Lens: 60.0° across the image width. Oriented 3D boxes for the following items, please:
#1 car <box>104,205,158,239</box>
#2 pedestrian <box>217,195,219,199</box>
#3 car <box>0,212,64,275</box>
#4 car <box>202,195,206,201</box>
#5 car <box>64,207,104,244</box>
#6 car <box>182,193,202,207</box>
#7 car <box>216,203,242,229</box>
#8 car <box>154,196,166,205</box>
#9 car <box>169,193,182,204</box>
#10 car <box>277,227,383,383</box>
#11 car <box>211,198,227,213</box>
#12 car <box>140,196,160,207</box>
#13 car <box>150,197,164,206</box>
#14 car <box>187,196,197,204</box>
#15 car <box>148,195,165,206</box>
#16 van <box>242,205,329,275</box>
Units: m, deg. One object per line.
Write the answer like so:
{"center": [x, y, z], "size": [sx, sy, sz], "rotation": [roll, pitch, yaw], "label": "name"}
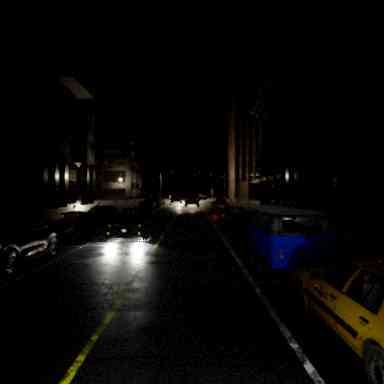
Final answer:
{"center": [-3.099, 1.560, 17.079], "size": [1.994, 1.385, 4.181], "rotation": [0, 0, 0], "label": "car"}
{"center": [3.001, 1.289, 38.988], "size": [0.375, 1.860, 0.375], "rotation": [0, 0, 0], "label": "pedestrian"}
{"center": [-5.759, 1.438, 10.152], "size": [1.967, 1.590, 4.097], "rotation": [0, 0, 0], "label": "car"}
{"center": [2.766, 1.442, 87.362], "size": [1.967, 1.590, 4.097], "rotation": [0, 0, 0], "label": "car"}
{"center": [-5.760, 1.578, 15.753], "size": [1.802, 1.307, 4.206], "rotation": [0, 0, 0], "label": "car"}
{"center": [0.011, 1.216, 50.615], "size": [2.150, 2.045, 5.566], "rotation": [0, 0, 0], "label": "car"}
{"center": [2.765, 1.578, 21.372], "size": [1.802, 1.307, 4.206], "rotation": [0, 0, 0], "label": "car"}
{"center": [-5.759, 1.522, 60.398], "size": [1.752, 1.417, 4.829], "rotation": [0, 0, 0], "label": "car"}
{"center": [-2.999, 1.215, 64.106], "size": [2.150, 2.045, 5.566], "rotation": [0, 0, 0], "label": "car"}
{"center": [2.766, 1.524, 4.735], "size": [1.752, 1.417, 4.829], "rotation": [0, 0, 0], "label": "car"}
{"center": [3.001, 1.451, 35.993], "size": [1.801, 1.575, 5.366], "rotation": [0, 0, 0], "label": "car"}
{"center": [-5.759, 1.540, 43.763], "size": [1.887, 1.381, 4.507], "rotation": [0, 0, 0], "label": "car"}
{"center": [-5.759, 1.521, 54.796], "size": [1.752, 1.417, 4.829], "rotation": [0, 0, 0], "label": "car"}
{"center": [0.002, 1.507, 65.173], "size": [1.837, 1.490, 4.892], "rotation": [0, 0, 0], "label": "car"}
{"center": [-5.759, 1.310, 49.365], "size": [2.192, 1.841, 5.009], "rotation": [0, 0, 0], "label": "car"}
{"center": [2.766, 1.339, 10.167], "size": [1.690, 1.788, 3.998], "rotation": [0, 0, 0], "label": "van"}
